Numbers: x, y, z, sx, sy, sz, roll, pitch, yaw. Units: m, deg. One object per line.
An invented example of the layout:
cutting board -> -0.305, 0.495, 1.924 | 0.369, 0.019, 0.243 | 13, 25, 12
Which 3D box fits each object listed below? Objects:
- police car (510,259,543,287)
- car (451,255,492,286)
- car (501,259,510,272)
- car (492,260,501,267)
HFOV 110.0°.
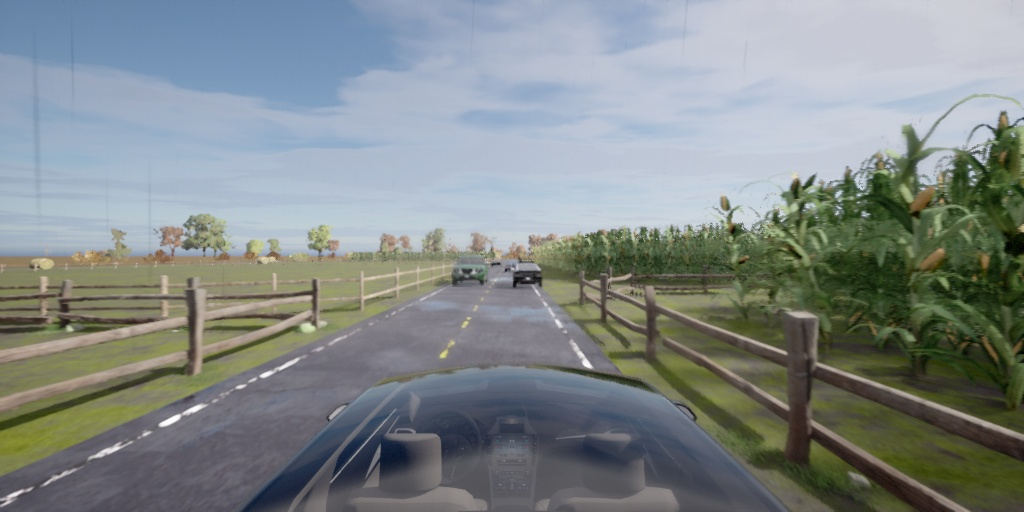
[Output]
police car -> 0.972, 1.155, 24.084 | 1.930, 1.638, 5.238 | 0, 0, 0
car -> -2.839, 0.953, 25.382 | 2.150, 2.045, 5.566 | 0, 0, 0
car -> 0.040, 1.261, 44.817 | 2.033, 1.411, 5.357 | 0, 0, 0
car -> -2.749, 1.305, 64.265 | 1.895, 1.301, 4.718 | 0, 0, 1
